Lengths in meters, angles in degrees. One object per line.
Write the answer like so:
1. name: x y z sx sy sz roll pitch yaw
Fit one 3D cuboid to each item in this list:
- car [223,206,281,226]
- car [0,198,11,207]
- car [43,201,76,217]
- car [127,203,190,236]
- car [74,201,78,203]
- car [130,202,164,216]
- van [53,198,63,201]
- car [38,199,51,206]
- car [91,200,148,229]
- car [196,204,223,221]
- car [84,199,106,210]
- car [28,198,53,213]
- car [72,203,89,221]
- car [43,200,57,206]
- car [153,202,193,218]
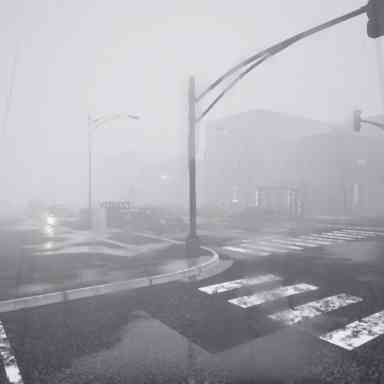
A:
1. car: 4.726 1.724 25.210 1.947 1.339 4.313 -1 0 -36
2. car: -42.232 2.357 74.936 2.192 1.841 5.009 -1 0 -36
3. car: -15.410 2.053 38.515 2.008 1.369 4.403 -1 0 -36
4. car: -2.020 1.673 20.292 1.967 1.590 4.097 -1 0 -36
5. car: -22.057 2.279 61.657 1.802 1.307 4.206 -1 0 -36
6. car: -5.319 1.911 38.878 2.008 1.369 4.403 -1 0 -36
7. van: -28.758 2.173 70.769 1.690 1.788 3.998 -1 0 -36
8. car: -35.549 2.494 80.018 1.752 1.417 4.829 -1 0 -36
9. car: -5.371 1.616 24.847 2.192 1.841 5.009 -1 0 -36
10. car: 1.276 1.753 29.903 1.752 1.417 4.829 -1 0 -36
11. car: -15.365 2.002 52.545 1.967 1.590 4.097 -1 0 -36
12. car: -22.111 1.952 47.626 2.192 1.841 5.009 -1 0 -36
13. car: -8.714 1.918 29.403 2.008 1.369 4.403 -1 0 -36
14. car: -32.100 2.444 75.325 1.887 1.381 4.507 -1 0 -36
15. car: -2.072 1.820 34.459 1.752 1.417 4.829 -1 0 -36
